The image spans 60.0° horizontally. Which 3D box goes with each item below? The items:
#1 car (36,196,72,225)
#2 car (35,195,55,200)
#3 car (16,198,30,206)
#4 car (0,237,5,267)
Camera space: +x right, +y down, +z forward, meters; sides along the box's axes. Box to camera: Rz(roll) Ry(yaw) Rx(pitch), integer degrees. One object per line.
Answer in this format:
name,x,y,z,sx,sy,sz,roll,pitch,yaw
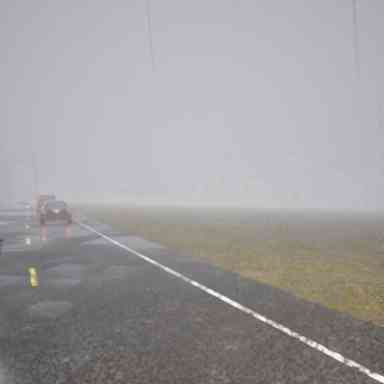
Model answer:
car,-10.362,1.401,25.112,2.097,1.767,4.553,0,0,-26
car,-16.717,1.316,38.331,2.150,2.045,5.566,0,0,-25
car,-30.300,1.734,59.835,1.812,1.442,4.674,0,0,-23
car,-5.874,1.499,8.300,2.128,1.511,4.902,0,0,-27
